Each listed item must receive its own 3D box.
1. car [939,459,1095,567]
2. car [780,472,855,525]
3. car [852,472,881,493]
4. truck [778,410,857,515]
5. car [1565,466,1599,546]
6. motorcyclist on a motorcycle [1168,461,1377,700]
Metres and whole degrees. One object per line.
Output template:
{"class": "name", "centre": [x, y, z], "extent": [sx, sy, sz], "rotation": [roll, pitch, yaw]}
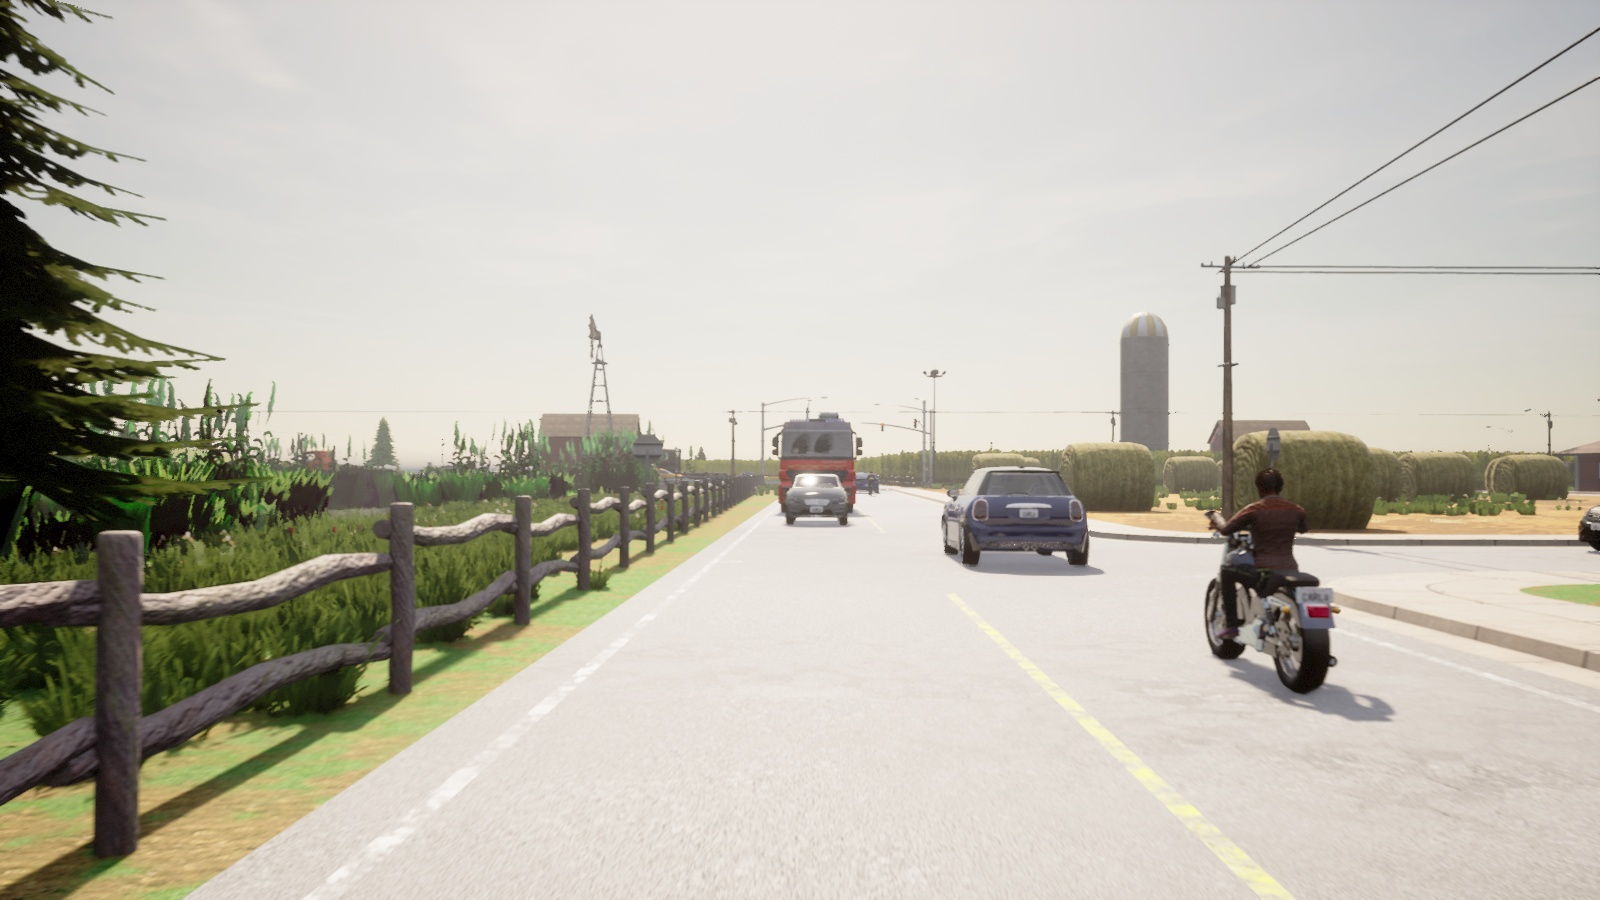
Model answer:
{"class": "car", "centre": [3.798, 1.072, 22.825], "extent": [2.097, 1.767, 4.553], "rotation": [0, -1, 1]}
{"class": "car", "centre": [0.536, 1.437, 38.441], "extent": [2.128, 1.511, 4.902], "rotation": [0, -1, 1]}
{"class": "car", "centre": [4.867, 2.380, 92.486], "extent": [1.882, 1.535, 5.008], "rotation": [0, -1, 1]}
{"class": "truck", "centre": [0.712, 0.519, 50.173], "extent": [2.891, 3.827, 8.468], "rotation": [0, -1, 1]}
{"class": "car", "centre": [18.023, 1.120, 25.390], "extent": [3.988, 1.617, 1.851], "rotation": [0, -1, -2]}
{"class": "motorcyclist on a motorcycle", "centre": [3.598, 0.922, 9.835], "extent": [0.766, 1.649, 2.350], "rotation": [0, -1, 1]}
